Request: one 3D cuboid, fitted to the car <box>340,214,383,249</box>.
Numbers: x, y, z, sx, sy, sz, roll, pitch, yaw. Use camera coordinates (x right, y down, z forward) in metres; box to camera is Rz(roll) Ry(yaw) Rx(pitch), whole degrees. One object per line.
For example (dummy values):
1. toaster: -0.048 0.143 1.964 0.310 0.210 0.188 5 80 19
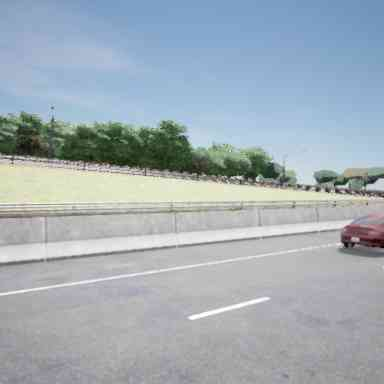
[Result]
1. car: 8.063 1.642 13.918 4.674 1.442 1.812 0 0 -35
